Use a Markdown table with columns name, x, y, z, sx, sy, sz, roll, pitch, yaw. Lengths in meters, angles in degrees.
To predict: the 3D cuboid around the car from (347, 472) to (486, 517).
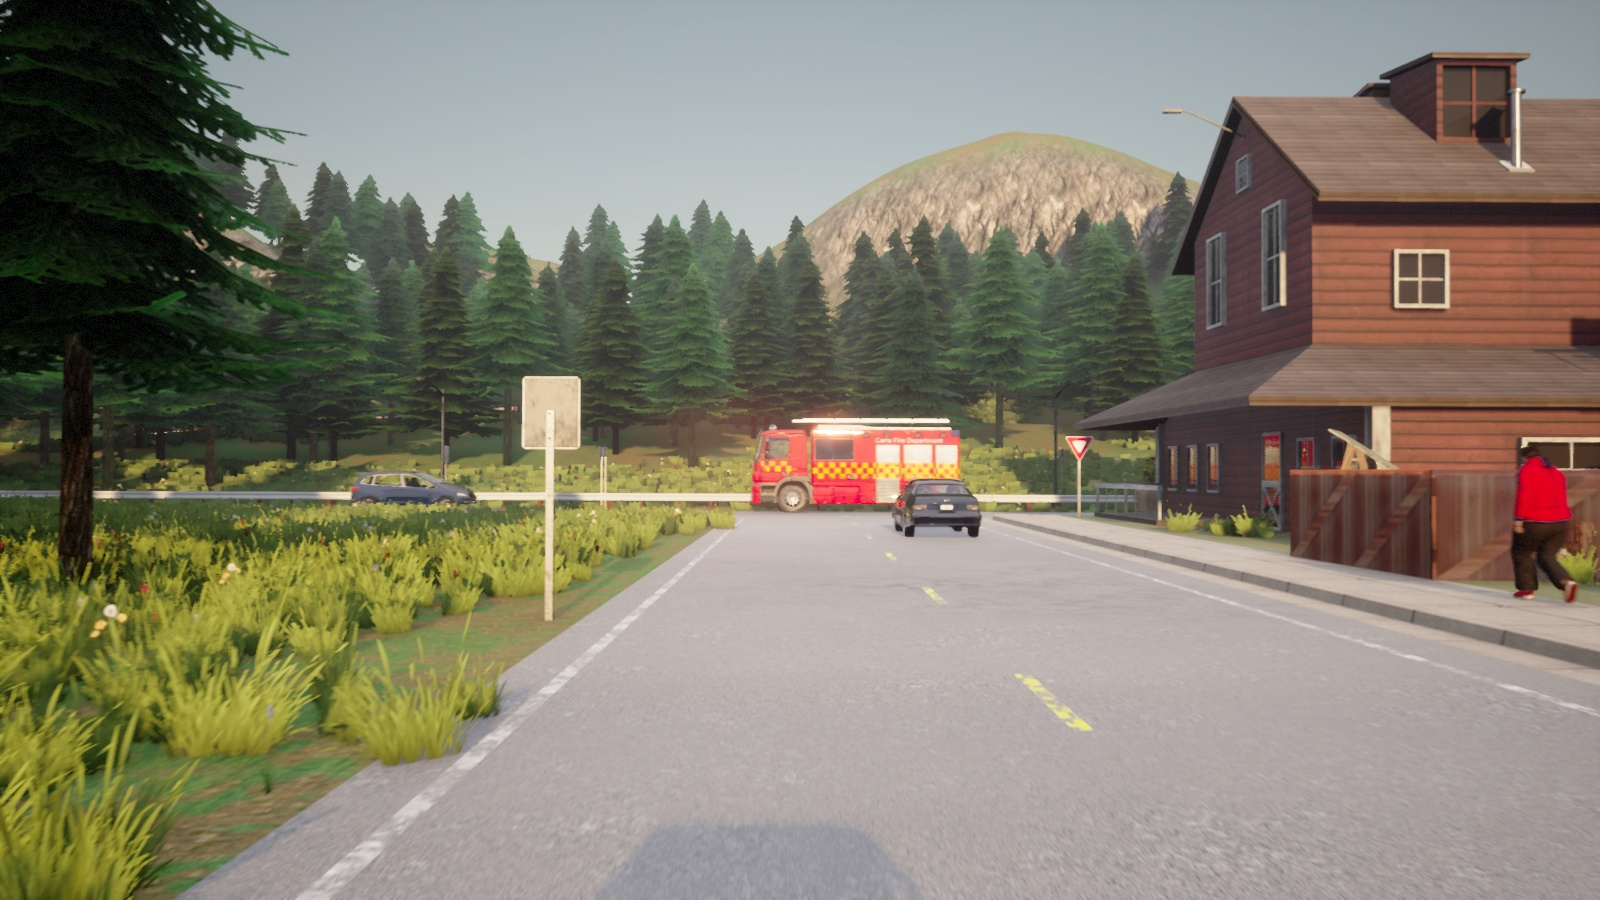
| name | x | y | z | sx | sy | sz | roll | pitch | yaw |
| --- | --- | --- | --- | --- | --- | --- | --- | --- | --- |
| car | -14.590 | 1.682 | 47.975 | 4.611 | 1.667 | 2.242 | 0 | -1 | 0 |

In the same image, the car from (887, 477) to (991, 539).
| name | x | y | z | sx | sy | sz | roll | pitch | yaw |
| --- | --- | --- | --- | --- | --- | --- | --- | --- | --- |
| car | 3.422 | 1.397 | 31.915 | 2.033 | 1.411 | 5.357 | 0 | -1 | 0 |

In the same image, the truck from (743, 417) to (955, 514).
| name | x | y | z | sx | sy | sz | roll | pitch | yaw |
| --- | --- | --- | --- | --- | --- | --- | --- | --- | --- |
| truck | 1.945 | 0.652 | 51.562 | 8.468 | 3.827 | 2.891 | 0 | -2 | 0 |

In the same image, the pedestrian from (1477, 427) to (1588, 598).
| name | x | y | z | sx | sy | sz | roll | pitch | yaw |
| --- | --- | --- | --- | --- | --- | --- | --- | --- | --- |
| pedestrian | 8.138 | 0.678 | 13.988 | 0.634 | 1.844 | 0.899 | 0 | -1 | -7 |
